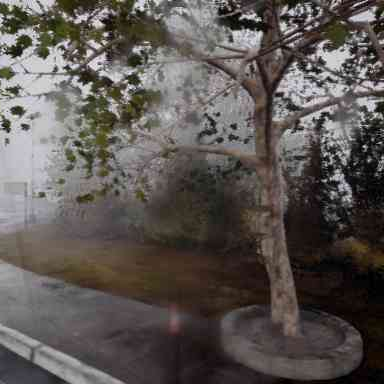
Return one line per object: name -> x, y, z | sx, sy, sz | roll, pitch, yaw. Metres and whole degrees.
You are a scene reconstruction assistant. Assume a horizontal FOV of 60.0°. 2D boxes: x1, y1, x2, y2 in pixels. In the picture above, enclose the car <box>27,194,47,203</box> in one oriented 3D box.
car -> -25.748, 1.037, 55.098 | 1.882, 1.535, 5.008 | 2, -1, 0
